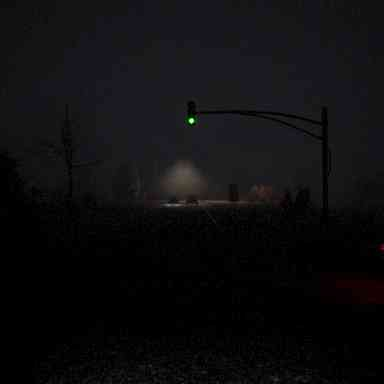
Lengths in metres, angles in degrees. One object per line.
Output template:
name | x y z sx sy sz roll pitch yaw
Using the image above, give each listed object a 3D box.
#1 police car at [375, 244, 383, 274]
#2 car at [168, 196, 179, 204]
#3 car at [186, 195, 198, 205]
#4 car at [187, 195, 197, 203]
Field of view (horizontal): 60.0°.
police car | 7.161 1.624 7.665 4.974 1.542 2.038 1 -1 4
car | -3.505 1.562 63.890 1.837 1.490 4.892 0 0 0
car | -0.004 1.401 59.690 2.097 1.767 4.553 0 0 0
car | -0.005 1.399 69.726 1.837 1.490 4.892 0 0 0
